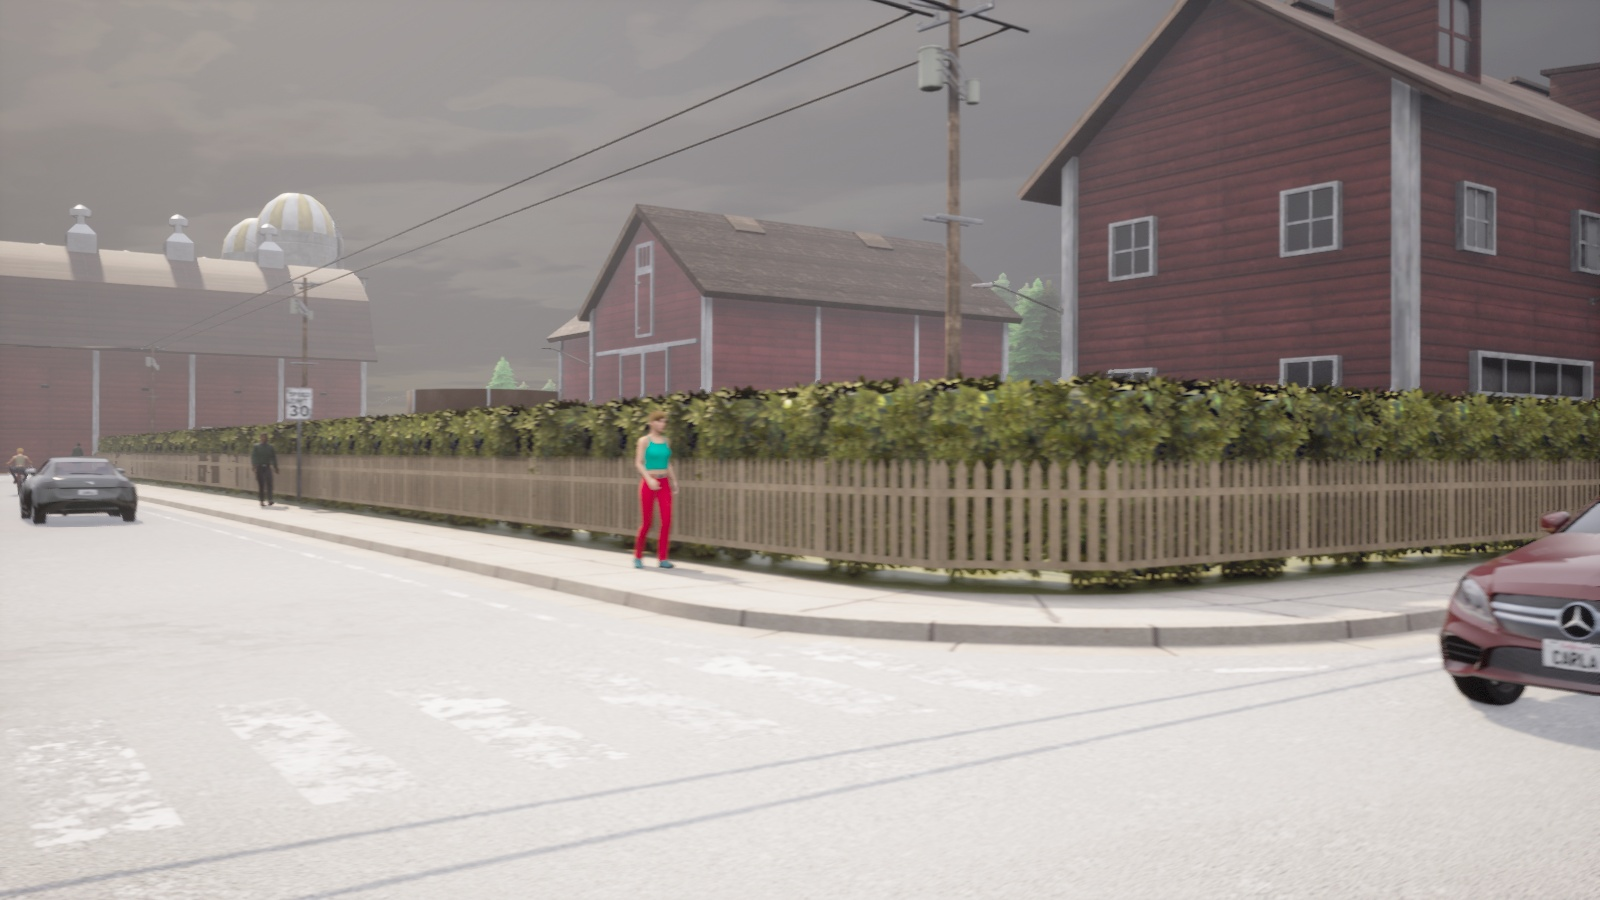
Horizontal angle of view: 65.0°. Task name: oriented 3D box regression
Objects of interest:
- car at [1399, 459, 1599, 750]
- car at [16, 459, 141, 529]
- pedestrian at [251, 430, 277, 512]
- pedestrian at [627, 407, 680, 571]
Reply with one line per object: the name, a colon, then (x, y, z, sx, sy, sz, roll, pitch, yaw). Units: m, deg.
car: (5.836, 0.778, 7.721, 4.674, 1.442, 1.812, 0, 0, -35)
car: (-15.883, 0.910, 27.534, 1.994, 1.385, 4.181, 0, 0, -35)
pedestrian: (-12.880, 0.502, 30.193, 0.423, 1.949, 0.788, 0, 0, -35)
pedestrian: (-1.678, 0.439, 14.371, 0.345, 1.836, 0.594, 0, 0, -36)
